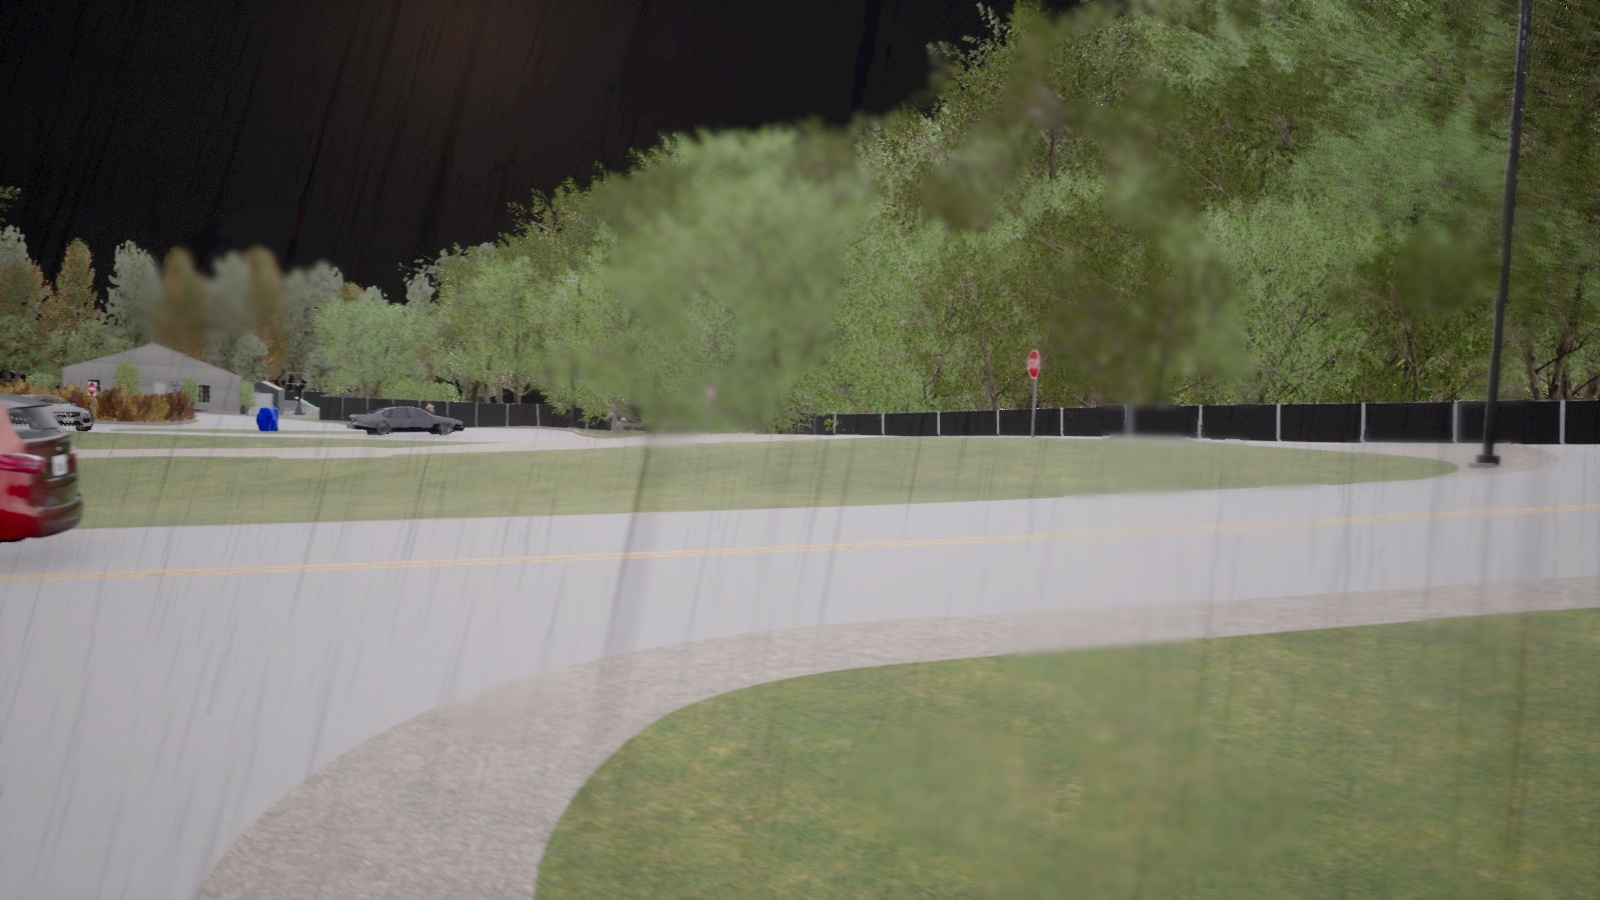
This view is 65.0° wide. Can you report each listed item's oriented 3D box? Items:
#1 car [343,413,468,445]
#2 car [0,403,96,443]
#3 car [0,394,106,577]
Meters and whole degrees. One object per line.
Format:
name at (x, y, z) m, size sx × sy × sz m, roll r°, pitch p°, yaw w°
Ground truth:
car at (-18.990, -1.053, 60.547) m, size 5.357 × 1.411 × 2.033 m, roll -2°, pitch 3°, yaw -36°
car at (-32.945, -1.161, 54.692) m, size 5.027 × 1.651 × 2.152 m, roll 0°, pitch 2°, yaw 37°
car at (-9.575, 0.338, 12.097) m, size 4.611 × 1.667 × 2.242 m, roll -2°, pitch 3°, yaw -16°
